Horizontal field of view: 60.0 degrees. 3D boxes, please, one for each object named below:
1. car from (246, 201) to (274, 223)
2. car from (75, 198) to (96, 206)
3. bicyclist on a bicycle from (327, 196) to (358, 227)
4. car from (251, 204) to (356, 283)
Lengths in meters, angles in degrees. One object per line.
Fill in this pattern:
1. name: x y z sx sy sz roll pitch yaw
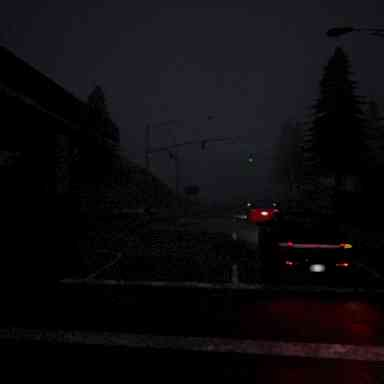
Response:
1. car: 4.694 1.263 22.293 1.994 1.385 4.181 0 0 8
2. car: -12.084 1.345 35.858 4.181 1.385 1.994 0 0 8
3. bicyclist on a bicycle: 7.929 1.038 17.593 1.656 1.620 0.582 0 0 7
4. car: 2.868 1.296 9.097 2.128 1.511 4.902 0 1 8
